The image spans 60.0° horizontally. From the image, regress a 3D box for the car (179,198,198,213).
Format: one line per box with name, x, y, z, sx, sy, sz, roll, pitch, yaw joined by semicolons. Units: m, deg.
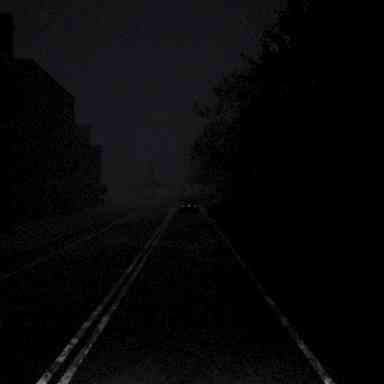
car;-0.338;1.290;33.459;2.033;1.411;5.357;1;1;-1
